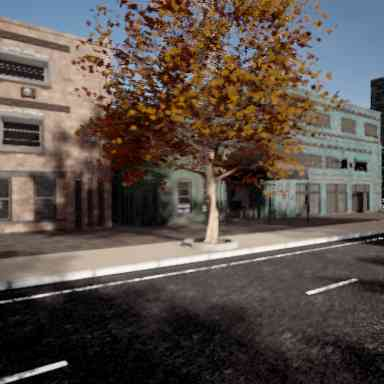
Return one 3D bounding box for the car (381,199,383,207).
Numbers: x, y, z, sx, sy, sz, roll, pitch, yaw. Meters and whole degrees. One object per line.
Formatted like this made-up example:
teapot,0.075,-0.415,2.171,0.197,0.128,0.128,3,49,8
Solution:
car,33.021,1.950,58.969,2.008,1.369,4.403,-1,0,-36
